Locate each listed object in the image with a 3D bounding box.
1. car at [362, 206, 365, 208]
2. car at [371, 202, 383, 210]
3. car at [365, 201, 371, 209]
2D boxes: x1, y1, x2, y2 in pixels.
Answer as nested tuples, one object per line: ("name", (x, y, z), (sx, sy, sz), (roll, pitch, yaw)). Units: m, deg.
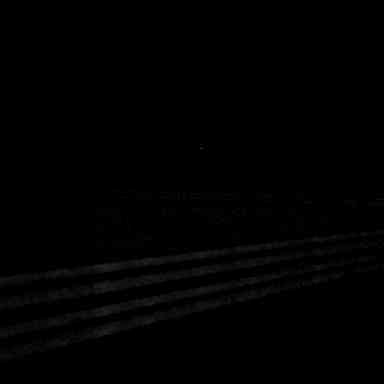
("car", (25.293, 1.631, 44.766), (4.181, 1.385, 1.994), (2, -1, 11))
("car", (23.979, 1.421, 37.893), (5.357, 1.411, 2.033), (2, -1, 11))
("car", (24.637, 1.504, 41.330), (4.674, 1.442, 1.812), (2, -1, 11))
